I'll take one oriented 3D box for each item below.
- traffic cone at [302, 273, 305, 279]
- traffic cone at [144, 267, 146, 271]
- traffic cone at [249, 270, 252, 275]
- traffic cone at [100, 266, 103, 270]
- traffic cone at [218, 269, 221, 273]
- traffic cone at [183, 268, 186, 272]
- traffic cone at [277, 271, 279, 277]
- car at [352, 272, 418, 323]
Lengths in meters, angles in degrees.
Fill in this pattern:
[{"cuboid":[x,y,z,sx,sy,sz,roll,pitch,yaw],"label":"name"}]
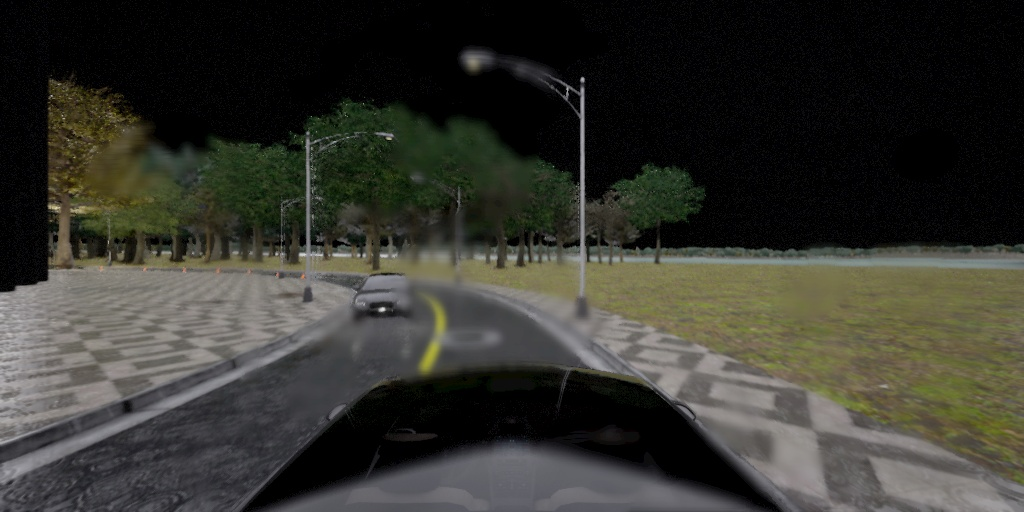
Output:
[{"cuboid":[-19.705,1.911,33.845,0.340,0.580,0.340,0,0,35],"label":"traffic cone"},{"cuboid":[-41.632,1.523,40.685,0.340,0.580,0.340,0,0,0],"label":"traffic cone"},{"cuboid":[-27.895,1.766,38.235,0.340,0.580,0.340,0,0,21],"label":"traffic cone"},{"cuboid":[-46.632,1.431,40.731,0.340,0.580,0.340,0,0,1],"label":"traffic cone"},{"cuboid":[-32.339,1.687,39.624,0.340,0.580,0.340,0,0,14],"label":"traffic cone"},{"cuboid":[-36.923,1.607,40.442,0.340,0.580,0.340,0,0,7],"label":"traffic cone"},{"cuboid":[-23.661,1.845,36.299,0.340,0.580,0.340,0,0,28],"label":"traffic cone"},{"cuboid":[-4.446,1.368,12.918,1.837,1.490,4.892,1,-1,-15],"label":"car"}]
